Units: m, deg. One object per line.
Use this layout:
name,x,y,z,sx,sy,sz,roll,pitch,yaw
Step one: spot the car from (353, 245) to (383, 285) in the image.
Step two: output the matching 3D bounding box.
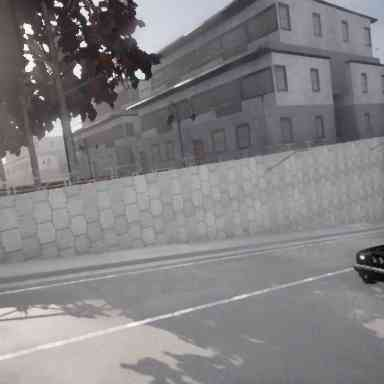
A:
car,6.052,1.568,8.252,4.718,1.301,1.895,0,0,-35
